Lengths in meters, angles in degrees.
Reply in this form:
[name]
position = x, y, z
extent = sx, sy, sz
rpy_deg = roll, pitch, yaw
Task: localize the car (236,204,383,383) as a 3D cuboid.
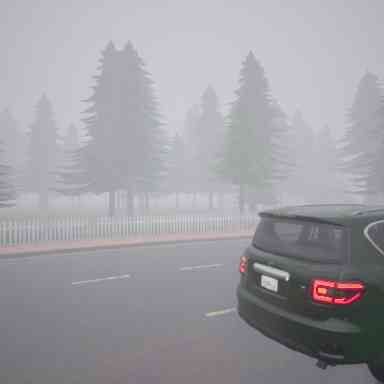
[car]
position = 3.349, 1.221, 5.365
extent = 5.566, 2.045, 2.150
rpy_deg = 0, 0, -27
